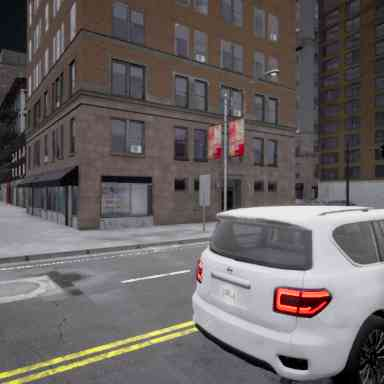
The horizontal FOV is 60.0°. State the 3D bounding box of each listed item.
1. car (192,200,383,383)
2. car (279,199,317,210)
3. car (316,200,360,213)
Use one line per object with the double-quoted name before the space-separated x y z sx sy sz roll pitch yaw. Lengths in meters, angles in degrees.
"car" 2.618 1.222 5.294 5.566 2.045 2.150 0 0 -35
"car" 13.694 1.581 43.350 2.008 1.369 4.403 0 0 -35
"car" 16.945 1.596 38.714 1.947 1.339 4.313 0 0 -35
